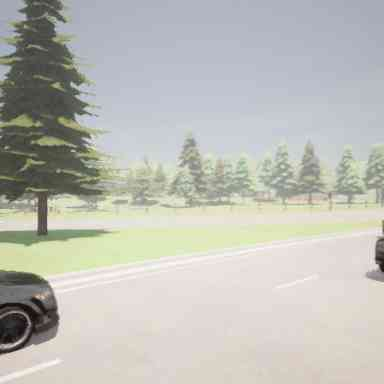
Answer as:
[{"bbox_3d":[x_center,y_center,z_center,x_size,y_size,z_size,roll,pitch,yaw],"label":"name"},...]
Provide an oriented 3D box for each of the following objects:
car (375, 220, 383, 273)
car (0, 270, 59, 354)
[{"bbox_3d":[7.212,1.578,9.866,4.902,1.511,2.128,0,-1,-39],"label":"car"},{"bbox_3d":[-4.271,1.706,4.975,4.181,1.385,1.994,0,-1,-34],"label":"car"}]
